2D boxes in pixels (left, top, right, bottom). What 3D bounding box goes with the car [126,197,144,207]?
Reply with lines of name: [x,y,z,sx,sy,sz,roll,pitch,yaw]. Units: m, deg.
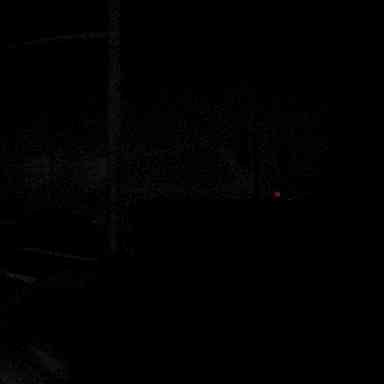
car: [-7.734,1.372,43.958,1.970,1.475,3.806,0,0,35]

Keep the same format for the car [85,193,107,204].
car: [-16.117,1.079,59.134,1.932,1.855,4.605,0,0,35]

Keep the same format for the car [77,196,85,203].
car: [-18.729,1.058,60.473,1.905,1.878,3.866,0,0,35]

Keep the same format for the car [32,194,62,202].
car: [-29.179,1.130,67.856,2.152,1.636,5.027,0,0,35]

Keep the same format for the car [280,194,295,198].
car: [12.348,1.004,43.091,2.097,1.767,4.553,0,0,35]

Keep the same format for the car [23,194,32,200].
car: [-34.607,1.206,71.294,1.970,1.475,3.806,0,0,35]

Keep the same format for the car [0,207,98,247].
car: [-6.954,1.542,15.365,2.033,1.411,5.357,0,0,35]

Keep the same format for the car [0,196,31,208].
car: [-16.032,1.329,27.030,2.007,1.523,4.514,0,0,35]

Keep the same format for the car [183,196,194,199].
car: [-1.018,1.363,48.299,1.845,1.501,3.633,0,0,35]
